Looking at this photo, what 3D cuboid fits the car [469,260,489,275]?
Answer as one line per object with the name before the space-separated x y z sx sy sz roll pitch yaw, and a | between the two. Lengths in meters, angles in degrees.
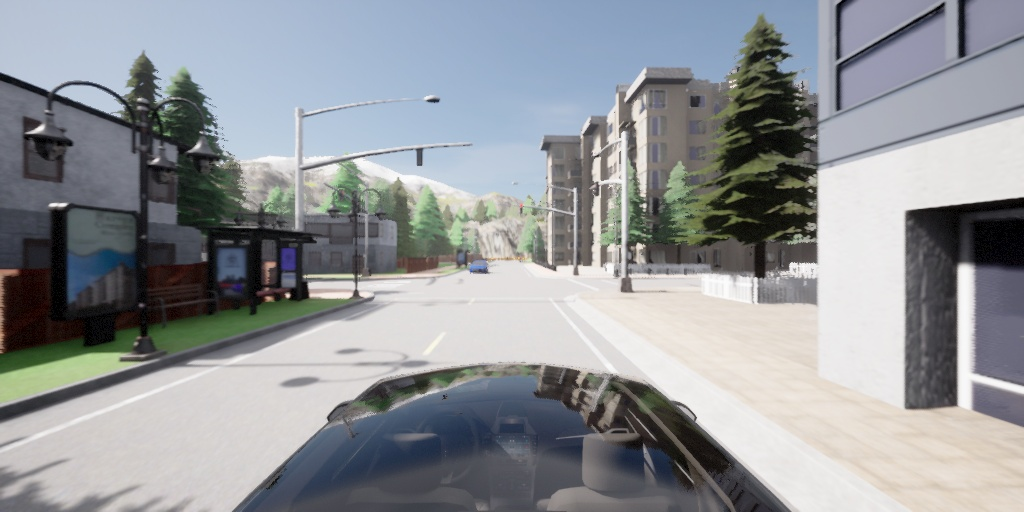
car | -3.501 1.210 38.831 1.882 1.535 5.008 0 1 0
